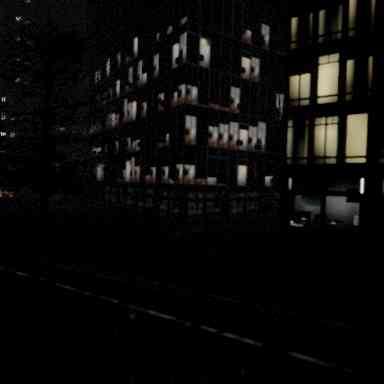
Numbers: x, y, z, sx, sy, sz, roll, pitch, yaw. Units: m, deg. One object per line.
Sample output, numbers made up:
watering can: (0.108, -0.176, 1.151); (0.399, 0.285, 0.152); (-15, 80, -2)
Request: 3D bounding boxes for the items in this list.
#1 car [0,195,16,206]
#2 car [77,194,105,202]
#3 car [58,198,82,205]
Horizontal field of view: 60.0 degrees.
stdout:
car: (-29.029, 1.092, 48.559); (5.009, 1.841, 2.192); (1, 2, -34)
car: (-19.585, 1.216, 64.573); (4.829, 1.417, 1.752); (1, 2, -34)
car: (-19.680, 1.453, 54.966); (4.507, 1.381, 1.887); (1, 2, -34)
